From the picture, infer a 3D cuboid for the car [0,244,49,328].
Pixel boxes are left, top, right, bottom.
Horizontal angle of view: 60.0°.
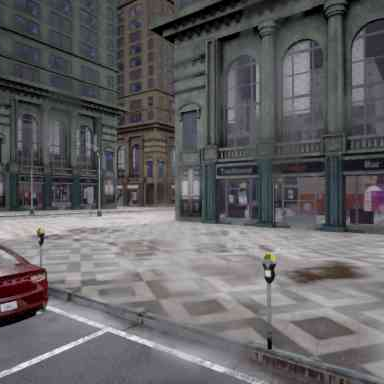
[{"bbox_3d":[-4.501,1.545,6.182,4.507,1.381,1.887,0,0,35],"label":"car"}]
